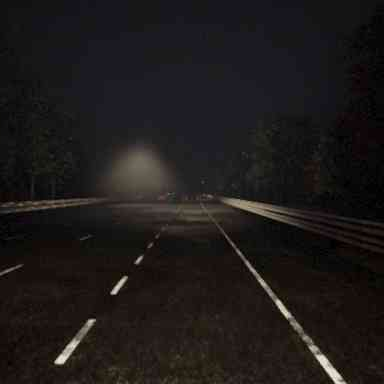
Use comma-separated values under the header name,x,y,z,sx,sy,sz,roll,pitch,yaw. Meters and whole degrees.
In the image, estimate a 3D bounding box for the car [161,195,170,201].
name,x,y,z,sx,sy,sz,roll,pitch,yaw
car,-7.005,1.541,87.575,1.895,1.301,4.718,0,0,0

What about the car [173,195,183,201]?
name,x,y,z,sx,sy,sz,roll,pitch,yaw
car,-3.504,1.386,77.117,2.033,1.411,5.357,0,0,0

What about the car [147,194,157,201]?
name,x,y,z,sx,sy,sz,roll,pitch,yaw
car,-10.505,1.424,87.545,1.882,1.535,5.008,0,0,0

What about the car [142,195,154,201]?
name,x,y,z,sx,sy,sz,roll,pitch,yaw
car,-10.505,1.371,77.533,1.812,1.442,4.674,0,0,0

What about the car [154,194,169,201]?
name,x,y,z,sx,sy,sz,roll,pitch,yaw
car,-7.005,1.202,77.504,2.097,1.767,4.553,0,0,0

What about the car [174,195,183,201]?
name,x,y,z,sx,sy,sz,roll,pitch,yaw
car,-3.505,1.471,87.545,2.128,1.511,4.902,0,0,0

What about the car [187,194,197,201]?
name,x,y,z,sx,sy,sz,roll,pitch,yaw
car,-0.005,1.346,77.117,1.837,1.490,4.892,0,0,0
